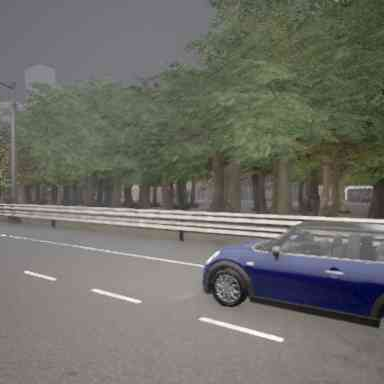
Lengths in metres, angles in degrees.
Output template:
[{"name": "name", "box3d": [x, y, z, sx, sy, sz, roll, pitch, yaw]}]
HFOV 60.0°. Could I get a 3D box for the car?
[{"name": "car", "box3d": [2.415, 1.353, 6.446, 4.553, 1.767, 2.097, 0, 0, 36]}]
